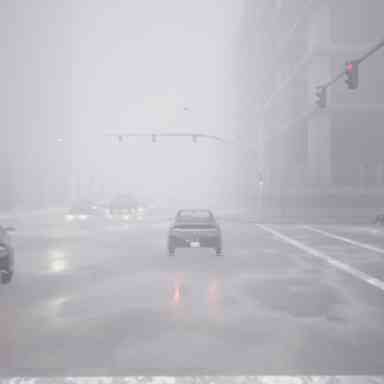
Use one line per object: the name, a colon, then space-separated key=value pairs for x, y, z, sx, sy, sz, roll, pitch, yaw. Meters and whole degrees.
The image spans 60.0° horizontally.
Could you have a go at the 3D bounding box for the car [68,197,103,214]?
car: x=-10.606 y=1.428 z=32.812 sx=1.994 sy=1.385 sz=4.181 roll=0 pitch=0 yaw=0

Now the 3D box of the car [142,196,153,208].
car: x=-7.086 y=1.304 z=45.371 sx=2.128 sy=1.511 sz=4.902 roll=0 pitch=0 yaw=0

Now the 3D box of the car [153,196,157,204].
car: x=-7.015 y=1.316 z=55.936 sx=2.033 sy=1.411 sz=5.357 roll=0 pitch=0 yaw=0

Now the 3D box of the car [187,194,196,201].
car: x=-0.019 y=1.166 z=71.196 sx=1.882 sy=1.535 sz=5.008 roll=0 pitch=0 yaw=0

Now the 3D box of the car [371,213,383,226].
car: x=13.208 y=1.413 z=18.807 sx=5.357 sy=1.411 sz=2.033 roll=0 pitch=0 yaw=0

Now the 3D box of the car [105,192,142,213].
car: x=-7.096 y=1.076 z=35.156 sx=2.150 sy=2.045 sz=5.566 roll=0 pitch=0 yaw=1

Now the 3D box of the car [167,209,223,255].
car: x=0.095 y=1.406 z=12.820 sx=2.128 sy=1.511 sz=4.902 roll=0 pitch=0 yaw=0

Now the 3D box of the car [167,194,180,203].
car: x=-3.517 y=1.250 z=61.493 sx=1.837 sy=1.490 sz=4.892 roll=0 pitch=0 yaw=0

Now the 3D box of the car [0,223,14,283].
car: x=-5.882 y=1.426 z=8.828 sx=2.128 sy=1.511 sz=4.902 roll=0 pitch=0 yaw=-31

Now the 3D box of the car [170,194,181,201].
car: x=-3.519 y=1.228 z=71.196 sx=2.033 sy=1.411 sz=5.357 roll=0 pitch=0 yaw=0

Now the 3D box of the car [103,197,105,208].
car: x=-10.597 y=1.354 z=41.456 sx=1.812 sy=1.442 sz=4.674 roll=0 pitch=0 yaw=0

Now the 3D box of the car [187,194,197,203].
car: x=-0.017 y=1.343 z=62.152 sx=1.895 sy=1.301 sz=4.718 roll=0 pitch=0 yaw=0
